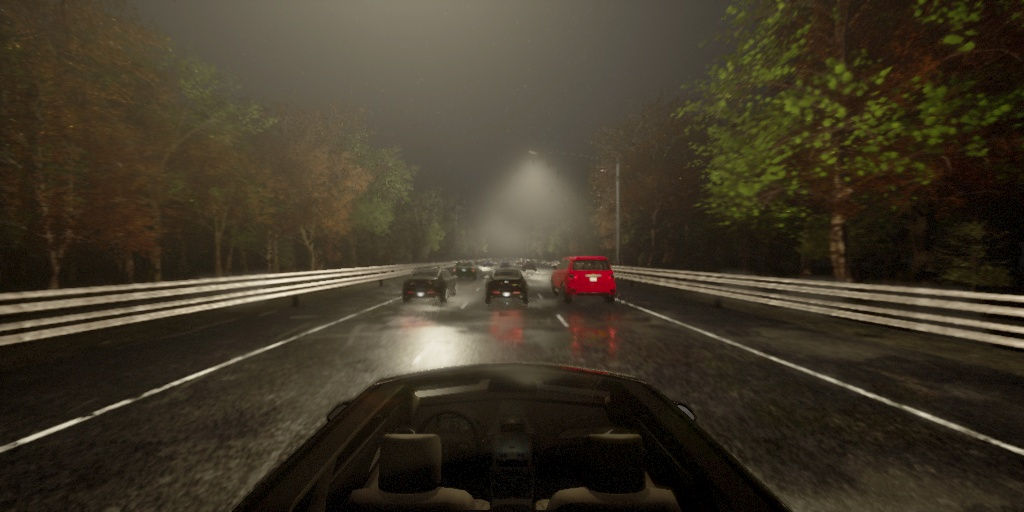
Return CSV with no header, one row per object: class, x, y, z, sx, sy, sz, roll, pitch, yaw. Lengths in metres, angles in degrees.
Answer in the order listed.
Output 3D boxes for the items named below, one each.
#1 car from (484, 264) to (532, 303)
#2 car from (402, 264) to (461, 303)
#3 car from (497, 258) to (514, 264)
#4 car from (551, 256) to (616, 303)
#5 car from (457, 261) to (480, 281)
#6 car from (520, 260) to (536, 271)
car,-0.259,1.323,17.061,1.837,1.490,4.892,0,0,-1
car,-3.760,1.316,16.995,1.837,1.490,4.892,0,0,-1
car,-1.138,1.537,64.115,2.033,1.411,5.357,0,0,-1
car,3.241,1.045,17.174,2.150,2.045,5.566,0,0,-1
car,-4.040,1.222,31.969,2.097,1.767,4.553,0,0,-1
car,2.548,1.490,54.185,1.812,1.442,4.674,0,0,-1
